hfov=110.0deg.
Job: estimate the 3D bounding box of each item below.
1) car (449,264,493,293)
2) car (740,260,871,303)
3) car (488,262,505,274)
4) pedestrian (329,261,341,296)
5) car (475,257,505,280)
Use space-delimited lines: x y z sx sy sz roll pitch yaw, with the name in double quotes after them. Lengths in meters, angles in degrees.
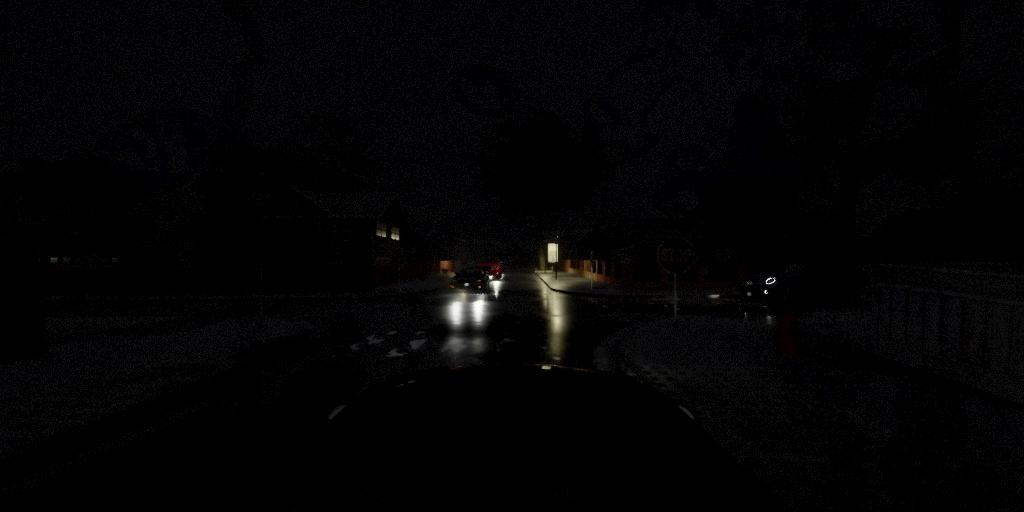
-2.396 1.349 21.095 1.994 1.385 4.181 0 0 1 "car"
12.207 0.991 15.010 4.553 1.767 2.097 -1 -2 2 "car"
-1.915 1.490 45.381 1.994 1.385 4.181 0 0 1 "car"
-9.275 1.160 18.726 0.375 1.860 0.375 0 -1 2 "pedestrian"
-2.105 1.061 33.254 2.150 2.045 5.566 0 -1 1 "car"
